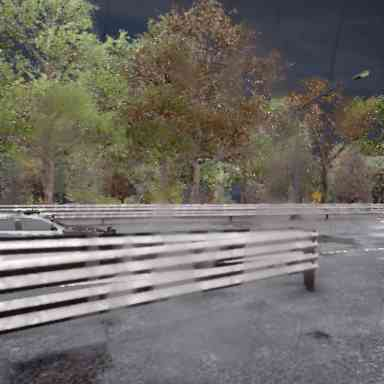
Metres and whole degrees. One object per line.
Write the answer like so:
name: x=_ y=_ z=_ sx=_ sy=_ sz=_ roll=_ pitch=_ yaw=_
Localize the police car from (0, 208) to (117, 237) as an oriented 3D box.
police car: x=-5.001 y=1.359 z=10.559 sx=5.238 sy=1.638 sz=1.930 roll=1 pitch=-1 yaw=-22
